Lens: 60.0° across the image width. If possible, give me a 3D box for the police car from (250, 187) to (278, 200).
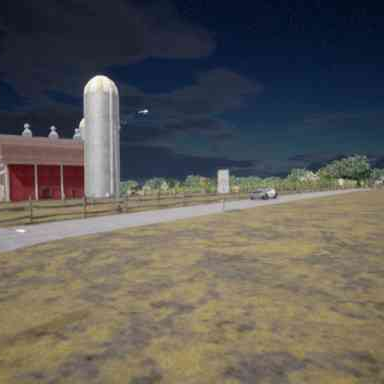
[{"bbox_3d":[8.888,0.190,41.206,2.038,1.542,4.974,-1,1,36],"label":"police car"}]
